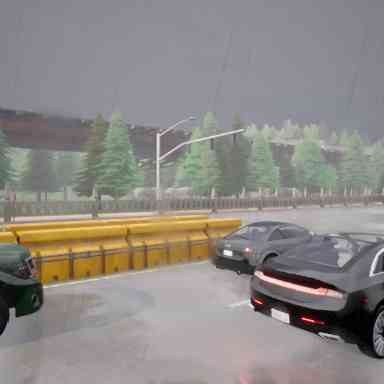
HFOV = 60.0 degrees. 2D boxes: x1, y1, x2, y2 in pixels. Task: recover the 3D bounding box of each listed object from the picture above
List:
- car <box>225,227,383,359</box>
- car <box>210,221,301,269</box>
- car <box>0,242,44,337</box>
[{"bbox_3d":[3.181,1.492,5.999,4.902,1.511,2.128,0,0,-36],"label":"car"},{"bbox_3d":[2.572,1.564,9.860,4.181,1.385,1.994,0,0,-36],"label":"car"},{"bbox_3d":[-5.055,1.221,4.447,5.566,2.045,2.150,0,0,-35],"label":"car"}]
